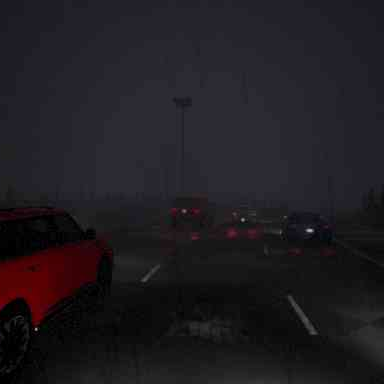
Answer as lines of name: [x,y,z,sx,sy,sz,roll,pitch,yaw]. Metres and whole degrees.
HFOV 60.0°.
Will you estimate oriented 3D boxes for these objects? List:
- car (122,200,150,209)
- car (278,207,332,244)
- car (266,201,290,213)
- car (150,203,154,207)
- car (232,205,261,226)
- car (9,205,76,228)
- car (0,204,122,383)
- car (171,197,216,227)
car: [-5.724,1.716,29.181,1.994,1.385,4.181,0,0,18]
car: [5.583,1.676,16.552,1.994,1.385,4.181,0,0,12]
car: [10.606,1.811,40.786,2.033,1.411,5.357,0,0,27]
car: [-7.153,1.786,44.716,2.033,1.411,5.357,0,0,25]
car: [4.121,1.681,24.930,1.812,1.442,4.674,0,0,16]
car: [-10.761,1.712,24.400,1.895,1.301,4.718,0,0,15]
car: [-3.068,1.246,5.570,2.150,2.045,5.566,0,0,4]
car: [0.227,1.362,24.225,2.150,2.045,5.566,0,0,16]
